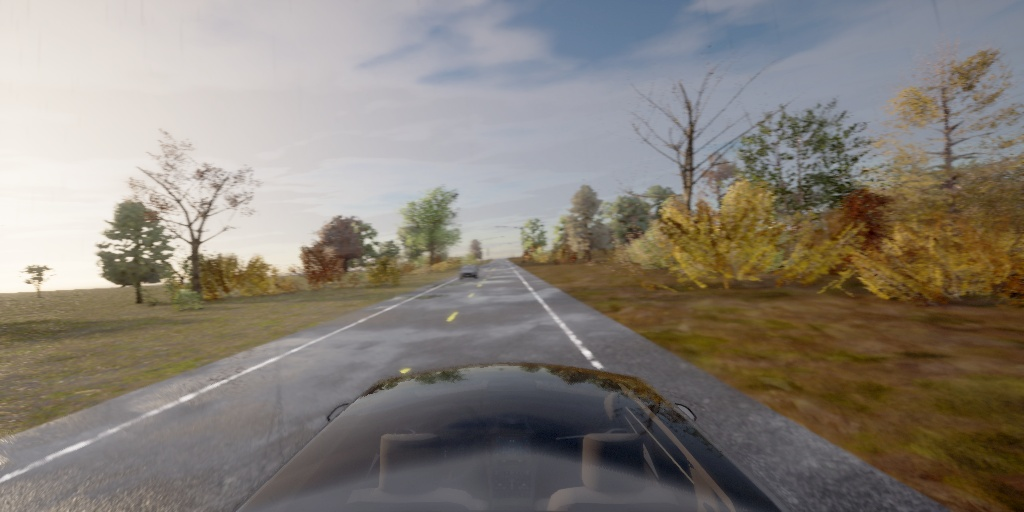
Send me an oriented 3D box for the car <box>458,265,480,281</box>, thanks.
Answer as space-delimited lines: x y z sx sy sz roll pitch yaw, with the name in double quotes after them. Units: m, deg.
-4.492 1.714 37.932 1.837 1.490 4.892 -4 0 -1 "car"
